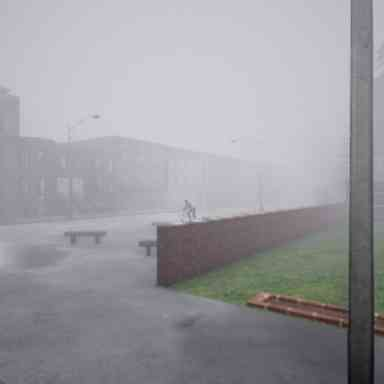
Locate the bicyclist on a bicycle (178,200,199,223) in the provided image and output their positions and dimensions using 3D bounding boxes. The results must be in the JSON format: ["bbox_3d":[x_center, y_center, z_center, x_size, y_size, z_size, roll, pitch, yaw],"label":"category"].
[{"bbox_3d":[-0.247,1.314,21.013,1.656,1.620,0.582,0,0,35],"label":"bicyclist on a bicycle"}]
